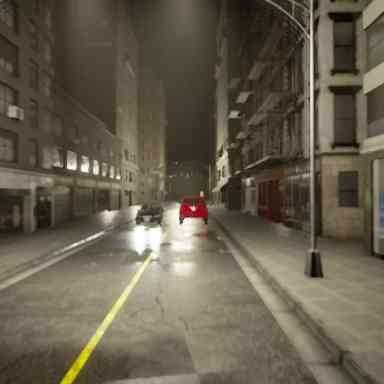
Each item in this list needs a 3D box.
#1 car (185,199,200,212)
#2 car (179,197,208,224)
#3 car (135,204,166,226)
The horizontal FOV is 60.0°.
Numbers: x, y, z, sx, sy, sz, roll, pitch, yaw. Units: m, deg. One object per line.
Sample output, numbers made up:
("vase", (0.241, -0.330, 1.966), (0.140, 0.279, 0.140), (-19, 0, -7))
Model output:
("car", (0.118, 1.789, 44.325), (1.882, 1.535, 5.008), (0, -1, 0))
("car", (0.110, 1.396, 26.471), (2.150, 2.045, 5.566), (0, -1, 0))
("car", (-3.084, 1.665, 25.331), (2.128, 1.511, 4.902), (0, 0, 0))
